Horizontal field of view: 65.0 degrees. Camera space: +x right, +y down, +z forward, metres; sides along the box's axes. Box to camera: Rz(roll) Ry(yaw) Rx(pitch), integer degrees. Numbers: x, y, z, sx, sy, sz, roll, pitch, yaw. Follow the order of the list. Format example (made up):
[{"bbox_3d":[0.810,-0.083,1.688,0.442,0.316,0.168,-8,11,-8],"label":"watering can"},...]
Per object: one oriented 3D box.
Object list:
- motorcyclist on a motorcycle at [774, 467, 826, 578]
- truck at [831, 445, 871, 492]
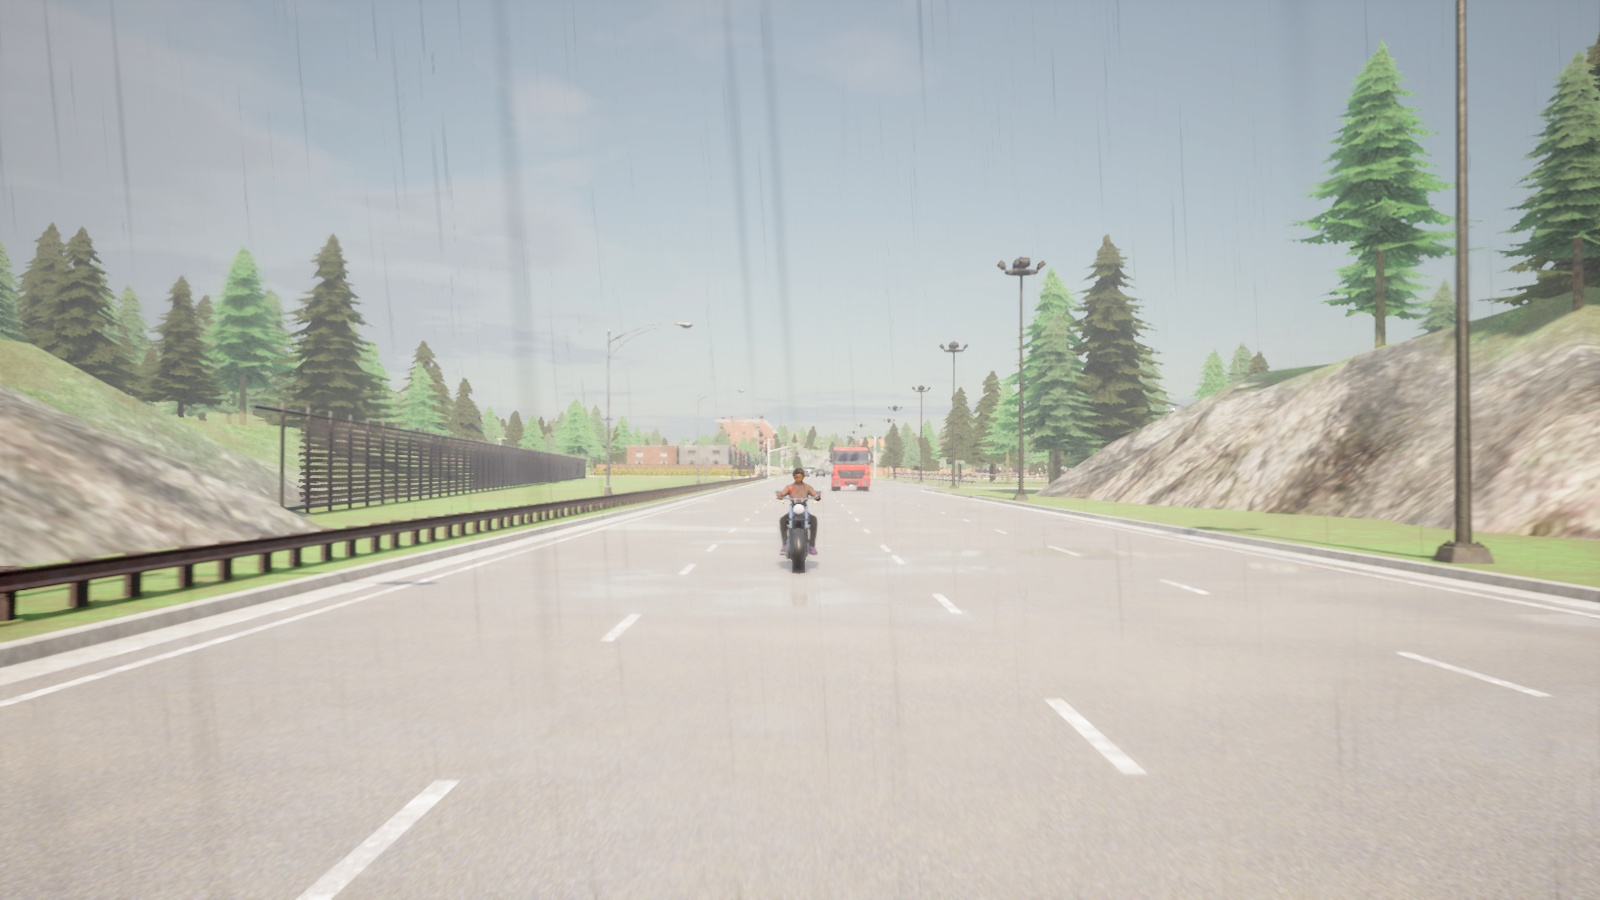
[{"bbox_3d":[-0.004,1.094,19.798,0.766,1.649,2.350,0,-1,0],"label":"motorcyclist on a motorcycle"},{"bbox_3d":[3.929,1.448,98.225,2.891,3.462,7.936,0,-1,0],"label":"truck"}]
